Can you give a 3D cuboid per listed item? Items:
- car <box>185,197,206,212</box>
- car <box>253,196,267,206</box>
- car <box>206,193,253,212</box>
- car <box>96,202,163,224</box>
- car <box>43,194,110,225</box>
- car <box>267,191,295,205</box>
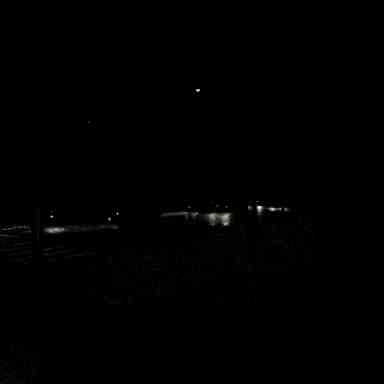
[{"bbox_3d":[1.116,1.365,37.679,2.128,1.511,4.902,0,0,35],"label":"car"},{"bbox_3d":[10.387,1.313,50.626,1.837,1.490,4.892,0,0,36],"label":"car"},{"bbox_3d":[4.210,1.086,36.423,2.150,2.045,5.566,0,0,35],"label":"car"},{"bbox_3d":[-4.326,1.527,24.392,1.895,1.301,4.718,0,0,35],"label":"car"},{"bbox_3d":[-8.410,1.164,24.257,2.150,2.045,5.566,0,0,35],"label":"car"},{"bbox_3d":[13.731,0.736,49.702,2.150,2.045,5.566,0,0,35],"label":"car"}]
